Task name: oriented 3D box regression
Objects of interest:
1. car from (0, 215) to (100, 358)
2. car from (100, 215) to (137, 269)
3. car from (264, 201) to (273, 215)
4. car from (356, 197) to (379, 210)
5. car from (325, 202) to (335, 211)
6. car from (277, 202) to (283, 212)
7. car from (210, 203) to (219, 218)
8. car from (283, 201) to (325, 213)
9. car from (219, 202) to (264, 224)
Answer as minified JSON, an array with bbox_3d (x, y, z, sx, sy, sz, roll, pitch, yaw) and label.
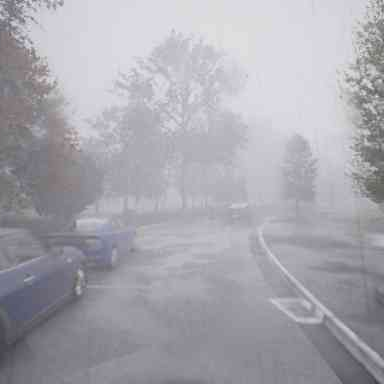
[{"bbox_3d":[-3.406,1.379,5.562,2.185,1.767,4.553,-1,0,2],"label":"car"},{"bbox_3d":[-3.168,1.516,11.264,2.097,1.535,5.008,0,0,2],"label":"car"},{"bbox_3d":[6.827,1.831,37.563,2.097,1.535,5.008,-3,-4,36],"label":"car"},{"bbox_3d":[29.402,1.889,54.154,5.566,2.045,2.435,-1,-4,-20],"label":"car"},{"bbox_3d":[19.112,2.150,49.175,4.892,1.521,2.231,1,-4,-32],"label":"car"},{"bbox_3d":[14.462,2.075,45.809,5.008,1.535,2.097,1,-4,-40],"label":"car"},{"bbox_3d":[3.392,1.738,32.816,2.231,1.521,4.892,-2,-2,29],"label":"car"},{"bbox_3d":[13.458,1.829,39.864,2.033,1.411,5.357,-4,-4,44],"label":"car"},{"bbox_3d":[3.818,1.516,25.075,1.882,1.535,5.008,-2,-1,21],"label":"car"}]
